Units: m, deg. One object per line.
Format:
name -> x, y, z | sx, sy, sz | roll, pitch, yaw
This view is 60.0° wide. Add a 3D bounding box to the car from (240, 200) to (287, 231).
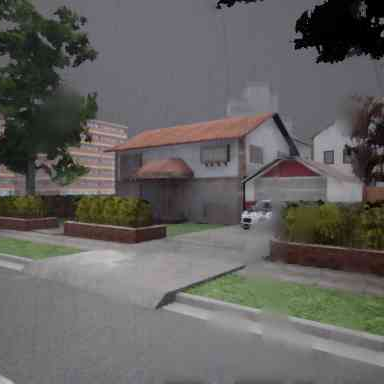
car -> 4.101, 1.168, 17.378 | 1.970, 1.475, 3.806 | 0, 0, 36
